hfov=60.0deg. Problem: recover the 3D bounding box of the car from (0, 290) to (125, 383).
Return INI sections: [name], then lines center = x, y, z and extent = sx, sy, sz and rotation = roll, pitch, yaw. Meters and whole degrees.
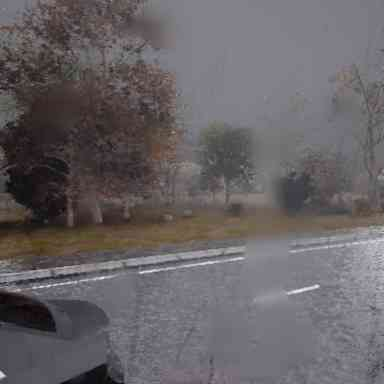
[car]
center = -2.824, 1.489, 1.876
extent = 4.892, 1.490, 1.837
rotation = 0, 0, -36
